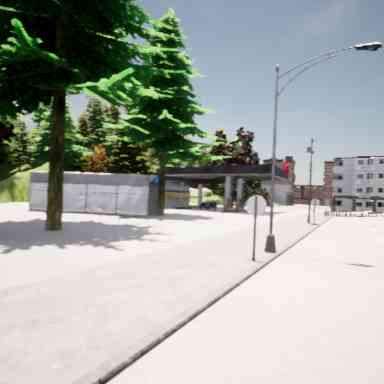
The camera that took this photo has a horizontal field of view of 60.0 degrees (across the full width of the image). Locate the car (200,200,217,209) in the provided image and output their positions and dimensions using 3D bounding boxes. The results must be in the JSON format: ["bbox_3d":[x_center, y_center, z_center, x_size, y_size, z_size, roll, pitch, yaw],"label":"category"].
[{"bbox_3d":[2.565,1.932,52.192,1.845,1.501,3.633,2,-1,26],"label":"car"}]
